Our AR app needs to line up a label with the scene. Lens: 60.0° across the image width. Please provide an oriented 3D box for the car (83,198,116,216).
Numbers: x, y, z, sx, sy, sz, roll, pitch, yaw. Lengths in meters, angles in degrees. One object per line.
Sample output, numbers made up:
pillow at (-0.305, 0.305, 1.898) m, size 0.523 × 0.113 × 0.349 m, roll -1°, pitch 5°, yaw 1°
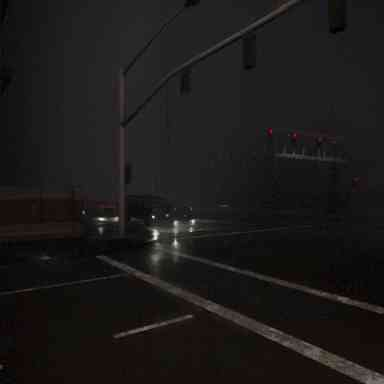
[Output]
car at (-9.045, 1.478, 32.612) m, size 1.882 × 1.535 × 5.008 m, roll 0°, pitch 0°, yaw -36°

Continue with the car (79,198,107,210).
car at (-13.315, 1.547, 44.569) m, size 2.033 × 1.411 × 5.357 m, roll 0°, pitch 0°, yaw -36°

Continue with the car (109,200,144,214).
car at (-7.111, 1.601, 35.918) m, size 1.895 × 1.301 × 4.718 m, roll 0°, pitch 0°, yaw -36°

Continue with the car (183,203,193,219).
car at (-1.867, 1.352, 28.620) m, size 2.097 × 1.767 × 4.553 m, roll 0°, pitch 0°, yaw -36°

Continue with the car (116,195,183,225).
car at (-3.282, 1.222, 24.587) m, size 2.150 × 2.045 × 5.566 m, roll 0°, pitch 0°, yaw -36°
